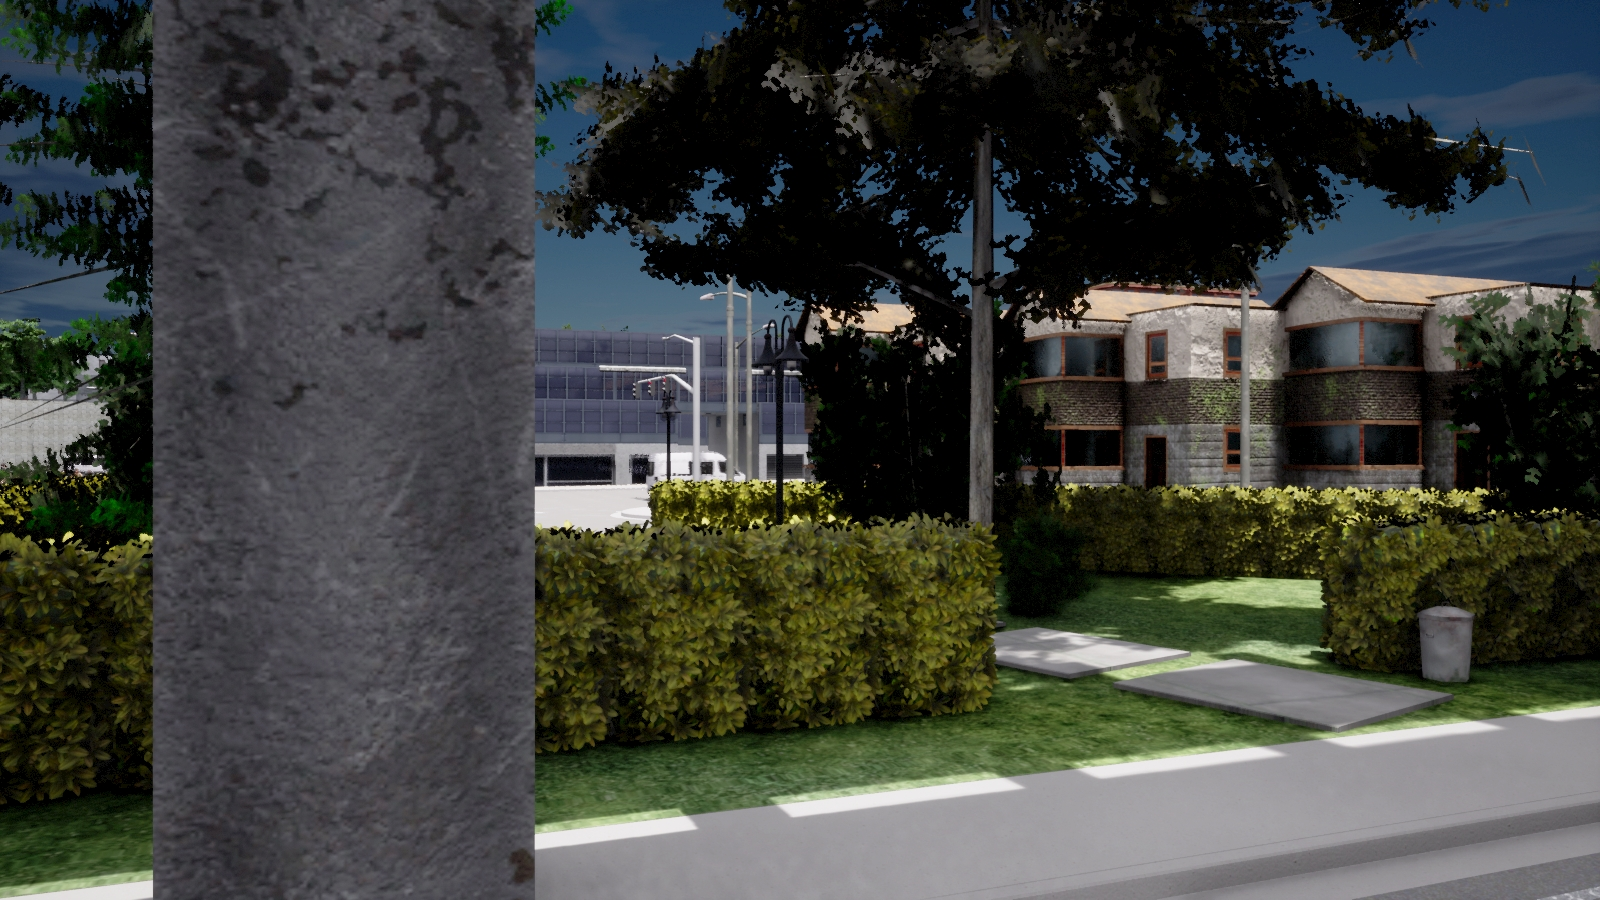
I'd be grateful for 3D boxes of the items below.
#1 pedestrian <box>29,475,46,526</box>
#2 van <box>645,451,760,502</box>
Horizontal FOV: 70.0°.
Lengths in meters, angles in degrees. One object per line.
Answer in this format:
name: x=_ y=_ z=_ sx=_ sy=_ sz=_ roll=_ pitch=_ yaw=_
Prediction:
pedestrian: x=-27.876 y=1.848 z=41.770 sx=0.375 sy=1.860 sz=0.375 roll=0 pitch=0 yaw=22
van: x=-5.352 y=1.400 z=62.715 sx=5.915 sy=2.561 sz=1.988 roll=-1 pitch=0 yaw=-22
